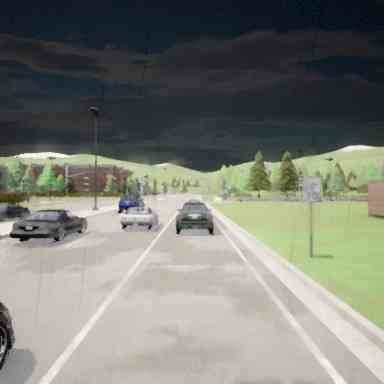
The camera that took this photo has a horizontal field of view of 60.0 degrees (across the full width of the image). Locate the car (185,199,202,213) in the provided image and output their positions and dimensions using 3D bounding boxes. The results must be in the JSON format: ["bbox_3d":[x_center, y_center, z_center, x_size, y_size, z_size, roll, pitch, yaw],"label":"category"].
[{"bbox_3d":[0.178,1.596,38.376,1.812,1.442,4.674,0,0,0],"label":"car"}]

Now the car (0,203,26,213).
[{"bbox_3d":[-14.967,1.589,26.471,2.033,1.411,5.357,0,0,1],"label":"car"}]

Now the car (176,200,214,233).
[{"bbox_3d":[0.148,1.389,20.007,2.097,1.767,4.553,0,0,0],"label":"car"}]

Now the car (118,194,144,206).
[{"bbox_3d":[-6.813,1.288,37.699,2.150,2.045,5.566,0,0,0],"label":"car"}]

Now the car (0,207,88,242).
[{"bbox_3d":[-6.863,1.575,16.536,2.033,1.411,5.357,0,0,0],"label":"car"}]

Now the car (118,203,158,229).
[{"bbox_3d":[-3.351,1.640,21.952,1.895,1.301,4.718,0,0,0],"label":"car"}]

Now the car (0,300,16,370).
[{"bbox_3d":[-3.364,1.568,2.782,1.994,1.385,4.181,0,0,0],"label":"car"}]
